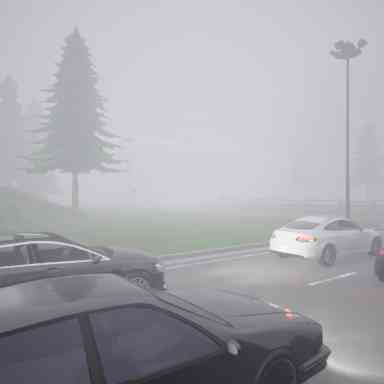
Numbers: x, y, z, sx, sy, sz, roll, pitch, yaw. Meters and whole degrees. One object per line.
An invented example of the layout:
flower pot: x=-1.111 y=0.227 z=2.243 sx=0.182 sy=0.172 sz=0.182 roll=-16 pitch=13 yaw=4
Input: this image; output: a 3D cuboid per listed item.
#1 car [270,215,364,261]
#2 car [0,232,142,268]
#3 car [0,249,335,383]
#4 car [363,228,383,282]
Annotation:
car: x=4.653 y=1.526 z=11.399 sx=4.674 sy=1.442 sz=1.812 roll=0 pitch=0 yaw=-35
car: x=-2.776 y=1.491 z=6.065 sx=4.902 sy=1.511 sz=2.128 roll=0 pitch=0 yaw=-35
car: x=-1.013 y=1.547 z=3.022 sx=5.357 sy=1.411 sz=2.033 roll=0 pitch=0 yaw=-36
car: x=6.491 y=1.564 z=8.416 sx=4.181 sy=1.385 sz=1.994 roll=0 pitch=0 yaw=-35
